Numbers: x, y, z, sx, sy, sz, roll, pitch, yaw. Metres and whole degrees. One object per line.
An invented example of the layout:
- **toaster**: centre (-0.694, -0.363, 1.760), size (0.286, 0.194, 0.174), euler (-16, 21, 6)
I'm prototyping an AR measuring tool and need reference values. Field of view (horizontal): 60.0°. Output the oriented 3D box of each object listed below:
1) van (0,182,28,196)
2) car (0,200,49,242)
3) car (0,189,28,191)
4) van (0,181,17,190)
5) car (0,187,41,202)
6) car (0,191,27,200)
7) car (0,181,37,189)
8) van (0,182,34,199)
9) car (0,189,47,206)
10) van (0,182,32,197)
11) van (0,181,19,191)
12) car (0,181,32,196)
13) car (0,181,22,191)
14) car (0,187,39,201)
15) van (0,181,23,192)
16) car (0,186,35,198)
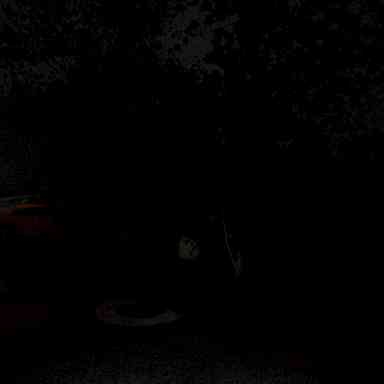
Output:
- **van**: centre (-26.475, -0.442, 48.550), size (4.442, 1.987, 1.878), euler (1, 1, -30)
- **car**: centre (-6.929, 1.301, 15.251), size (5.008, 1.535, 2.097), euler (1, 2, -30)
- **car**: centre (-12.600, 0.835, 24.617), size (5.366, 1.575, 1.946), euler (1, 2, -30)
- **van**: centre (-43.283, -1.553, 77.362), size (4.442, 1.987, 1.878), euler (1, 1, -30)
- **car**: centre (-19.450, 0.293, 36.787), size (4.792, 1.488, 2.163), euler (1, 2, -30)
- **car**: centre (-8.288, 1.060, 17.658), size (4.553, 1.767, 2.185), euler (1, 2, -30)
- **car**: centre (-15.194, 0.358, 29.499), size (5.566, 2.045, 2.435), euler (1, 2, -30)
- **van**: centre (-22.275, -0.162, 41.366), size (4.442, 1.987, 1.878), euler (1, 2, -31)
- **car**: centre (-16.647, 0.521, 31.869), size (4.792, 1.488, 2.163), euler (1, 2, -30)
- **van**: centre (-24.879, -0.346, 46.276), size (4.442, 1.987, 1.878), euler (1, 1, -30)
- **van**: centre (-40.288, -1.365, 72.691), size (4.442, 1.987, 1.878), euler (1, 1, -30)
- **car**: centre (-27.793, -0.558, 50.985), size (5.566, 2.045, 2.435), euler (1, 1, -30)
- **car**: centre (-39.017, -1.300, 70.225), size (5.566, 2.045, 2.435), euler (1, 1, -30)
- **car**: centre (-20.778, 0.193, 39.065), size (4.792, 1.488, 2.163), euler (1, 1, -30)
- **van**: centre (-34.707, -0.996, 63.125), size (4.442, 1.987, 1.878), euler (1, 1, -30)
- **car**: centre (-23.587, -0.030, 43.833), size (5.008, 1.535, 2.097), euler (1, 1, -30)
